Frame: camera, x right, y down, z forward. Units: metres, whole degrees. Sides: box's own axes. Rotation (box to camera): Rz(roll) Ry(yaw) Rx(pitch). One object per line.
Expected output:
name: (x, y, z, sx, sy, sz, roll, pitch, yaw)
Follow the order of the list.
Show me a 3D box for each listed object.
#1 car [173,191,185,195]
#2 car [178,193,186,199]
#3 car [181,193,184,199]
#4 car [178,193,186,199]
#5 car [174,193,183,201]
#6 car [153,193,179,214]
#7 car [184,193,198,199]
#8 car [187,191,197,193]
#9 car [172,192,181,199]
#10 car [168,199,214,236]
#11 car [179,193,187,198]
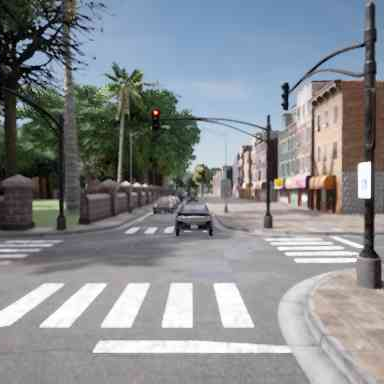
car: (-2.913, 0.824, 65.377, 2.150, 2.045, 5.566, 0, 0, 0)
car: (-2.551, 1.079, 88.630, 2.008, 1.369, 4.403, -1, 0, 0)
car: (-2.591, 1.248, 48.810, 1.802, 1.307, 4.206, 0, 0, 0)
car: (-2.557, 1.086, 82.941, 1.887, 1.381, 4.507, 0, 0, 0)
car: (-2.945, 1.076, 72.349, 1.837, 1.490, 4.892, 0, 0, 0)
car: (-2.608, 1.200, 31.743, 1.967, 1.590, 4.097, 0, 0, 0)
car: (0.114, 1.232, 56.575, 1.895, 1.301, 4.718, 0, 0, 1)
car: (0.070, 0.812, 66.298, 2.150, 2.045, 5.566, 0, 0, 0)
car: (-2.601, 1.166, 37.431, 1.967, 1.590, 4.097, 0, 0, 0)
car: (0.112, 1.344, 17.556, 2.128, 1.511, 4.902, 0, 0, 0)
car: (-2.546, 1.082, 94.319, 1.947, 1.339, 4.313, -1, 0, 0)
